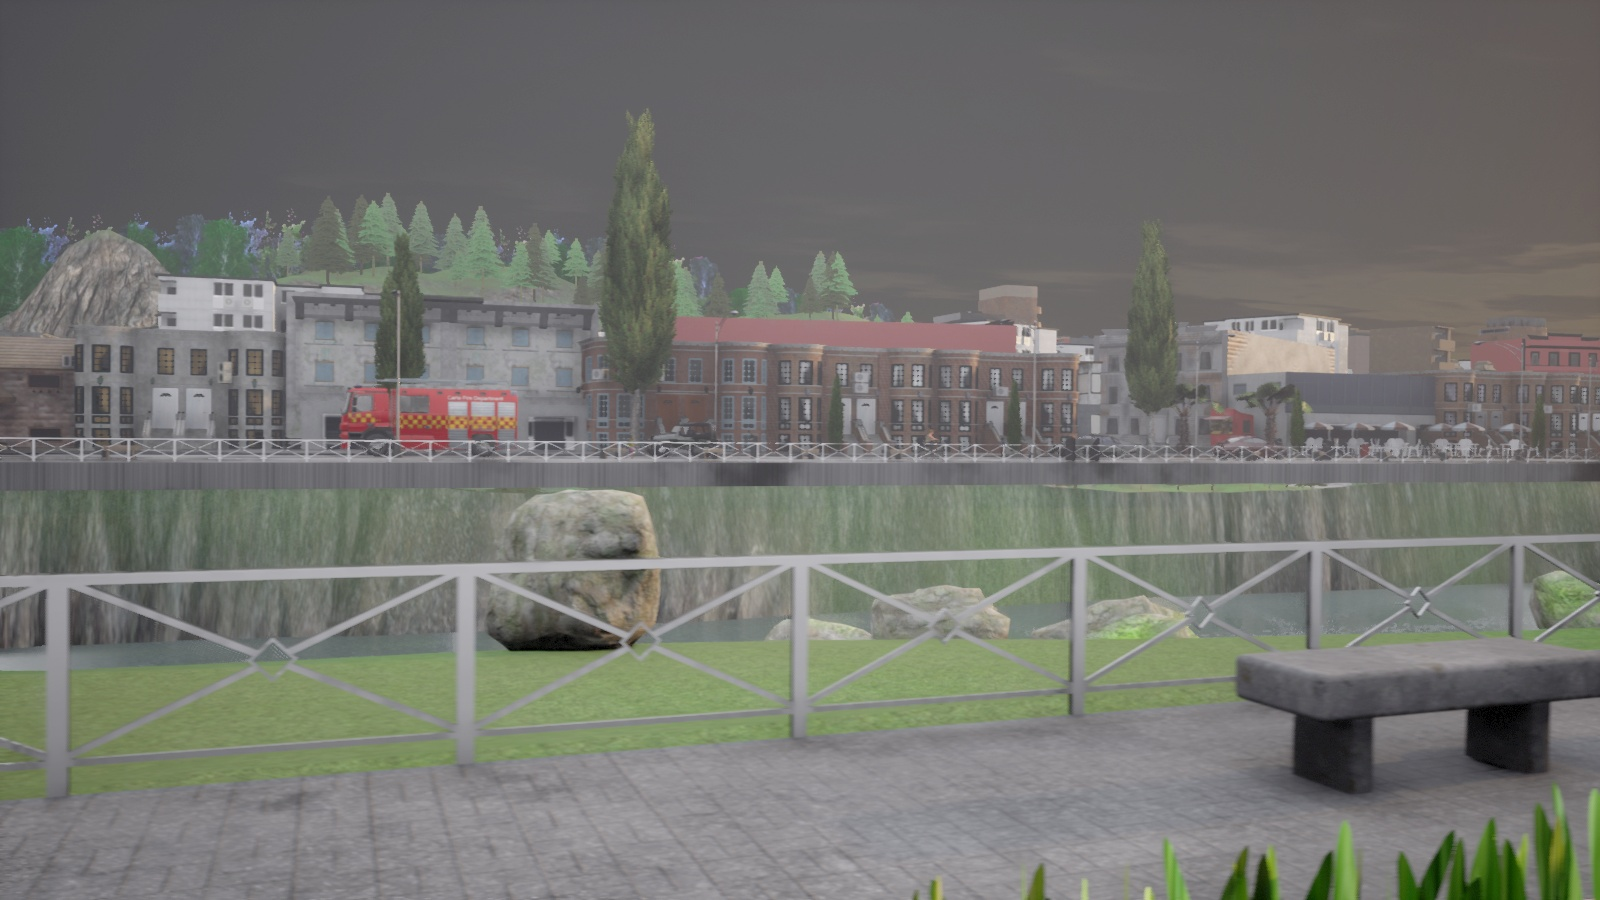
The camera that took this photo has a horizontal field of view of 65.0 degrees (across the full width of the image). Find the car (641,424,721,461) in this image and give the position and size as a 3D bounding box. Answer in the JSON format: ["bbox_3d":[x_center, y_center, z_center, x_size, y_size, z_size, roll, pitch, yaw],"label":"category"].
[{"bbox_3d":[-6.382,-0.429,67.171,3.866,1.878,1.905,-1,1,-20],"label":"car"}]

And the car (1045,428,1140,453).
[{"bbox_3d":[17.751,-0.584,76.176,5.357,1.411,2.033,-1,1,-20],"label":"car"}]

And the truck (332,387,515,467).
[{"bbox_3d":[-18.747,-1.181,62.548,8.468,3.827,2.891,-1,1,-20],"label":"truck"}]

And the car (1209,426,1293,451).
[{"bbox_3d":[27.080,-0.693,75.386,4.674,1.442,1.812,-1,1,-20],"label":"car"}]
